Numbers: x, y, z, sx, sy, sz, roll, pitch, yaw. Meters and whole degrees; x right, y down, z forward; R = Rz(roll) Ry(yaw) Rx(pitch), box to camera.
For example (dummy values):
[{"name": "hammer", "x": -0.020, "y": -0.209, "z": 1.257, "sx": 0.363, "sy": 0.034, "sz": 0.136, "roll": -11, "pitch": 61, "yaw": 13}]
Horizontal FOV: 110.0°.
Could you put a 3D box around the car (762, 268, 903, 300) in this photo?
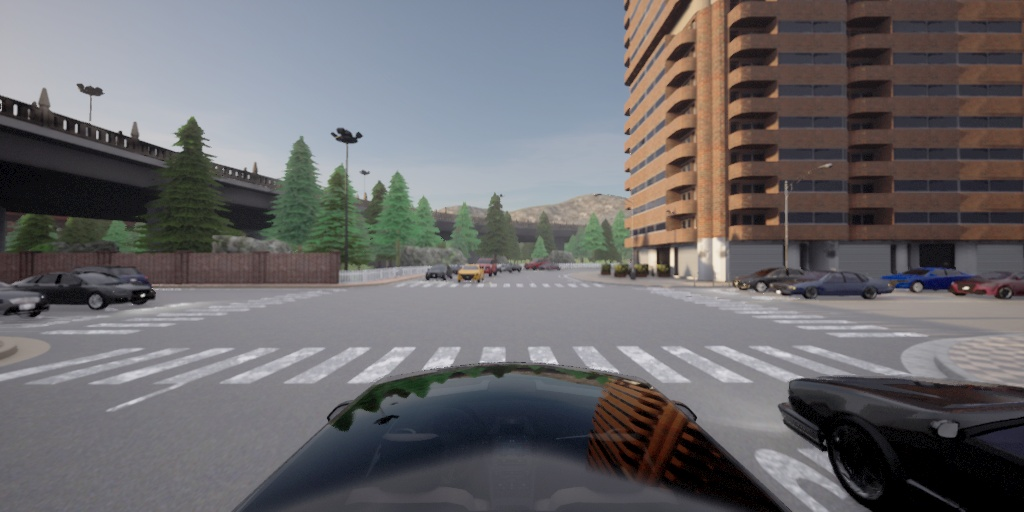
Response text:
[{"name": "car", "x": 16.671, "y": 1.505, "z": 18.871, "sx": 5.357, "sy": 1.411, "sz": 2.033, "roll": 0, "pitch": -1, "yaw": 0}]

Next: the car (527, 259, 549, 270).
[{"name": "car", "x": 4.570, "y": 1.524, "z": 64.028, "sx": 5.566, "sy": 2.045, "sz": 2.150, "roll": 0, "pitch": 0, "yaw": -42}]

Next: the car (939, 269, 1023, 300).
[{"name": "car", "x": 25.900, "y": 1.521, "z": 18.879, "sx": 4.181, "sy": 1.385, "sz": 1.994, "roll": 0, "pitch": -1, "yaw": 1}]

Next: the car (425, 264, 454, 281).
[{"name": "car", "x": -6.906, "y": 1.547, "z": 34.418, "sx": 1.837, "sy": 1.490, "sz": 4.892, "roll": 0, "pitch": -1, "yaw": 2}]

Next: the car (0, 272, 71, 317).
[{"name": "car", "x": -18.278, "y": 1.387, "z": 11.711, "sx": 4.902, "sy": 1.511, "sz": 2.128, "roll": 0, "pitch": -1, "yaw": 0}]

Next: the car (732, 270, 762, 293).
[{"name": "car", "x": 16.423, "y": 1.494, "z": 22.392, "sx": 4.892, "sy": 1.490, "sz": 1.837, "roll": 0, "pitch": -1, "yaw": 0}]

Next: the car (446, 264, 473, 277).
[{"name": "car", "x": -6.255, "y": 1.685, "z": 43.307, "sx": 1.994, "sy": 1.385, "sz": 4.181, "roll": 0, "pitch": -1, "yaw": 9}]

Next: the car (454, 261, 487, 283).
[{"name": "car", "x": -3.580, "y": 1.496, "z": 31.763, "sx": 1.882, "sy": 1.535, "sz": 5.008, "roll": 0, "pitch": -1, "yaw": 1}]

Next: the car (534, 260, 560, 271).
[{"name": "car", "x": 6.278, "y": 1.840, "z": 60.781, "sx": 4.181, "sy": 1.385, "sz": 1.994, "roll": 0, "pitch": -1, "yaw": -44}]

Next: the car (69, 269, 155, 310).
[{"name": "car", "x": -18.132, "y": 1.432, "z": 15.229, "sx": 4.892, "sy": 1.490, "sz": 1.837, "roll": 0, "pitch": -1, "yaw": -1}]

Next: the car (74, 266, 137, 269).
[{"name": "car", "x": -21.993, "y": 1.311, "z": 18.836, "sx": 4.553, "sy": 1.767, "sz": 2.097, "roll": 0, "pitch": 0, "yaw": 1}]

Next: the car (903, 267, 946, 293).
[{"name": "car", "x": 25.906, "y": 1.466, "z": 22.383, "sx": 5.008, "sy": 1.535, "sz": 1.882, "roll": 0, "pitch": -1, "yaw": 0}]

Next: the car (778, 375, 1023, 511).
[{"name": "car", "x": 3.630, "y": 1.293, "z": 1.215, "sx": 2.033, "sy": 1.411, "sz": 5.357, "roll": 0, "pitch": 0, "yaw": 1}]

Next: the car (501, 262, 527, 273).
[{"name": "car", "x": -0.224, "y": 1.687, "z": 51.679, "sx": 2.128, "sy": 1.511, "sz": 4.902, "roll": 0, "pitch": -1, "yaw": 26}]

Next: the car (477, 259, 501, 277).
[{"name": "car", "x": -3.101, "y": 1.328, "z": 41.688, "sx": 2.150, "sy": 2.045, "sz": 5.566, "roll": 0, "pitch": -1, "yaw": 7}]
